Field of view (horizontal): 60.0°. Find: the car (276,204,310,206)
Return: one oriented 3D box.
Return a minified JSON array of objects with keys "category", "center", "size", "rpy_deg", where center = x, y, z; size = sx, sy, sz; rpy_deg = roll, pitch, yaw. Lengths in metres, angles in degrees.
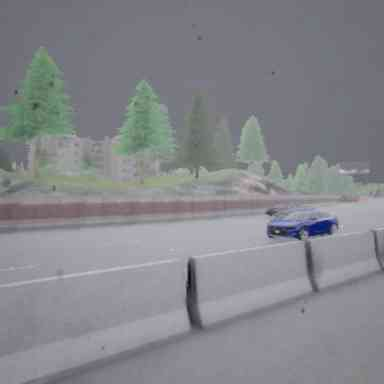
[{"category":"car","center":[7.929,1.793,24.335],"size":[4.892,1.490,1.837],"rpy_deg":[1,-1,-44]}]

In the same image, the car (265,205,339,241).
[{"category":"car","center":[6.028,1.688,17.859],"size":[5.008,1.535,1.882],"rpy_deg":[1,-1,-41]}]

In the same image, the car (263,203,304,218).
[{"category":"car","center":[10.124,1.988,36.545],"size":[2.033,1.411,5.357],"rpy_deg":[-1,-1,42]}]

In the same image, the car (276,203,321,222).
[{"category":"car","center":[10.123,1.862,31.468],"size":[2.128,1.511,4.902],"rpy_deg":[-1,-1,44]}]
